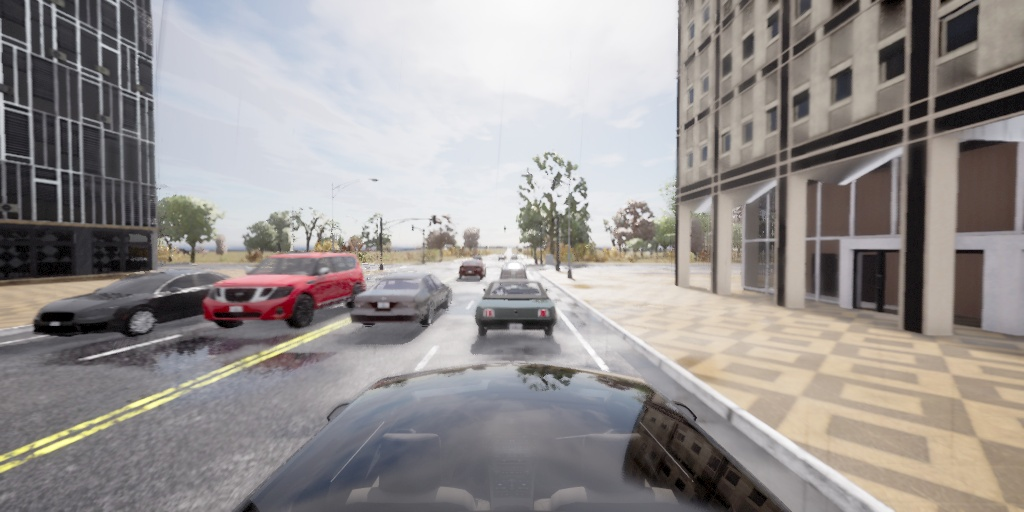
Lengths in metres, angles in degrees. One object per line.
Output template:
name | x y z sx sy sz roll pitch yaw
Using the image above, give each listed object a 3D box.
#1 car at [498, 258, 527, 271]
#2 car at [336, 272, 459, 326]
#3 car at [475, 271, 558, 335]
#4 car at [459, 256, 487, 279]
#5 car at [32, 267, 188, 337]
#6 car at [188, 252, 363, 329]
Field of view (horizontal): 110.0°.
car | 0.097 1.114 25.482 2.033 1.411 5.357 0 0 0
car | -3.149 1.226 11.272 2.033 1.411 5.357 0 0 0
car | 0.095 1.287 10.207 1.895 1.301 4.718 0 0 0
car | -3.154 1.014 29.269 1.882 1.535 5.008 0 0 0
car | -9.848 1.192 10.150 1.837 1.490 4.892 0 0 0
car | -6.599 0.900 11.341 2.150 2.045 5.566 0 0 0
